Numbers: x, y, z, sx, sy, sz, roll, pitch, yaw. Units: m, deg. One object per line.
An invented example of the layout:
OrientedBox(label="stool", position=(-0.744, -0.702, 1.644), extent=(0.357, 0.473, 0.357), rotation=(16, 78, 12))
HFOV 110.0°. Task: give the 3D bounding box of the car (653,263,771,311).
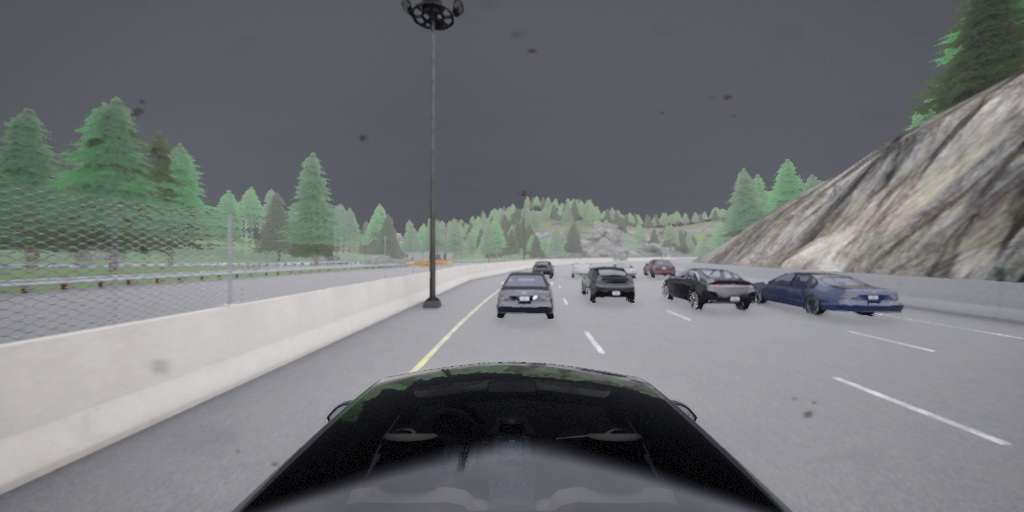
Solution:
OrientedBox(label="car", position=(7.687, 1.233, 14.485), extent=(2.128, 1.511, 4.902), rotation=(0, 0, 4))

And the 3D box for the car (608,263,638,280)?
OrientedBox(label="car", position=(9.836, 1.314, 32.136), extent=(1.895, 1.301, 4.718), rotation=(0, 0, 10))

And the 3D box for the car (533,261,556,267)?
OrientedBox(label="car", position=(2.951, 1.203, 33.292), extent=(1.837, 1.490, 4.892), rotation=(0, 0, 9))

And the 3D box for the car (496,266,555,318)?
OrientedBox(label="car", position=(0.527, 1.278, 12.910), extent=(2.033, 1.411, 5.357), rotation=(0, 0, 4))

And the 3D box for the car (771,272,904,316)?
OrientedBox(label="car", position=(11.068, 1.297, 13.314), extent=(2.033, 1.411, 5.357), rotation=(0, 0, 4))

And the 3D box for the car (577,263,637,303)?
OrientedBox(label="car", position=(4.357, 1.236, 16.733), extent=(1.837, 1.490, 4.892), rotation=(0, 0, 5))

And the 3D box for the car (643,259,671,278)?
OrientedBox(label="car", position=(13.634, 1.070, 33.349), extent=(2.097, 1.767, 4.553), rotation=(0, 0, 10))

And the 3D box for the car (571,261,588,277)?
OrientedBox(label="car", position=(6.719, 1.229, 34.536), extent=(1.812, 1.442, 4.674), rotation=(0, 0, 10))
